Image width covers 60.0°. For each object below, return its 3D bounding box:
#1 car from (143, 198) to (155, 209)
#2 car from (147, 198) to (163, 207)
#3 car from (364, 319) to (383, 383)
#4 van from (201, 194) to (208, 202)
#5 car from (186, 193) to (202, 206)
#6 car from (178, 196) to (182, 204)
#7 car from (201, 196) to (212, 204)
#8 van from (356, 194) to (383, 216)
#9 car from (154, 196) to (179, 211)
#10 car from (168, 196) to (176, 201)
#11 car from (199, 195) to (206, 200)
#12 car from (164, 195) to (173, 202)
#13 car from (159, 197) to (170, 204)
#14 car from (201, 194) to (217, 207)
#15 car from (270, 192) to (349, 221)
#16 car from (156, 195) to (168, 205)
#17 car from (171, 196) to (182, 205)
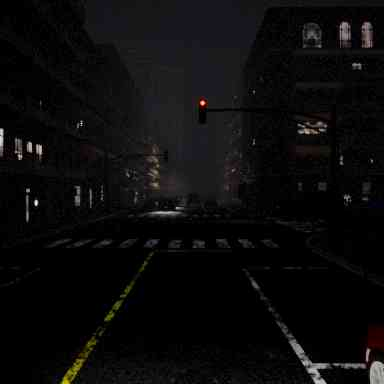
[{"bbox_3d":[-5.565,1.561,45.297,2.008,1.369,4.403,0,0,0],"label":"car"},{"bbox_3d":[-5.549,1.580,50.824,1.947,1.339,4.313,0,0,0],"label":"car"},{"bbox_3d":[2.687,1.544,1.796,1.887,1.381,4.507,0,0,0],"label":"car"},{"bbox_3d":[2.911,1.379,78.434,1.690,1.788,3.998,-1,0,0],"label":"van"},{"bbox_3d":[0.264,1.238,55.307,2.150,2.045,5.566,0,0,0],"label":"car"},{"bbox_3d":[-2.944,1.577,50.218,1.994,1.385,4.181,0,0,0],"label":"car"},{"bbox_3d":[2.880,1.578,67.378,2.008,1.369,4.403,-1,0,0],"label":"car"},{"bbox_3d":[15.721,1.035,27.329,3.998,1.788,1.690,-1,1,-1],"label":"van"},{"bbox_3d":[-2.978,1.571,40.047,1.994,1.385,4.181,0,0,1],"label":"car"},{"bbox_3d":[-5.435,1.632,89.520,1.802,1.307,4.206,-1,0,0],"label":"car"},{"bbox_3d":[2.961,1.602,95.018,1.887,1.381,4.507,-1,0,0],"label":"car"},{"bbox_3d":[-5.468,1.563,78.294,1.752,1.417,4.829,-1,0,0],"label":"car"},{"bbox_3d":[-5.500,1.609,67.409,1.802,1.307,4.206,-1,0,0],"label":"car"},{"bbox_3d":[2.830,1.454,50.795,1.967,1.590,4.097,-1,0,0],"label":"car"},{"bbox_3d":[8.771,1.061,25.056,5.566,2.045,2.150,-2,0,5],"label":"car"},{"bbox_3d":[-5.518,1.462,61.881,1.967,1.590,4.097,-1,0,0],"label":"car"},{"bbox_3d":[-2.879,1.529,62.305,1.837,1.490,4.892,0,0,0],"label":"car"}]
